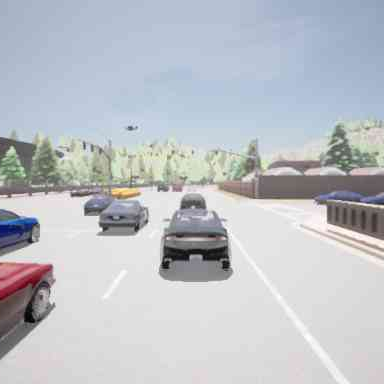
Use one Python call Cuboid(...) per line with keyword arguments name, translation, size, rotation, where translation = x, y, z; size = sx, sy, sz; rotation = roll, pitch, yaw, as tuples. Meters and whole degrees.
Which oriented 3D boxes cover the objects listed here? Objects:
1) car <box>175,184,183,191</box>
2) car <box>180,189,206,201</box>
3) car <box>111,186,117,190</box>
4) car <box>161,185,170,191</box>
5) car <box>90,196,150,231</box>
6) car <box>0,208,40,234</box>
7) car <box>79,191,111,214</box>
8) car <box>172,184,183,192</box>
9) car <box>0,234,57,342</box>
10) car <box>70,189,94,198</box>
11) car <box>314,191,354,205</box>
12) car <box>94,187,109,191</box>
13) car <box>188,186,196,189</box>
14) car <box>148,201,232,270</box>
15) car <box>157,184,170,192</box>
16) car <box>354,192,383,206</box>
Cuboid(name="car", translation=(-3.548, -1.261, 89.943), size=(2.097, 1.767, 4.553), rotation=(0, 2, 0))
Cuboid(name="car", translation=(0.086, 0.824, 25.497), size=(1.882, 1.535, 5.008), rotation=(0, 2, 0))
Cuboid(name="car", translation=(-17.538, -0.486, 72.712), size=(1.812, 1.442, 4.674), rotation=(0, 2, 0))
Cuboid(name="car", translation=(-7.048, -1.092, 89.976), size=(2.128, 1.511, 4.902), rotation=(0, 2, 0))
Cuboid(name="car", translation=(-3.408, 1.125, 17.456), size=(2.033, 1.411, 5.357), rotation=(0, 2, 0))
Cuboid(name="car", translation=(-6.905, 1.233, 11.079), size=(1.882, 1.535, 5.008), rotation=(0, 2, 0))
Cuboid(name="car", translation=(-6.913, 0.899, 25.887), size=(1.994, 1.385, 4.181), rotation=(0, 2, 0))
Cuboid(name="car", translation=(-3.542, -0.997, 79.586), size=(2.150, 2.045, 5.566), rotation=(0, 2, 0))
Cuboid(name="car", translation=(-3.405, 1.547, 3.990), size=(1.895, 1.301, 4.718), rotation=(0, 1, 0))
Cuboid(name="car", translation=(-17.592, 0.174, 52.432), size=(1.895, 1.301, 4.718), rotation=(0, 2, 0))
Cuboid(name="car", translation=(15.188, 0.608, 34.660), size=(4.674, 1.442, 1.812), rotation=(0, 2, 2))
Cuboid(name="car", translation=(-17.533, -0.166, 62.393), size=(2.033, 1.411, 5.357), rotation=(0, 2, 0))
Cuboid(name="car", translation=(-0.044, -0.760, 82.238), size=(1.812, 1.442, 4.674), rotation=(0, 2, 0))
Cuboid(name="car", translation=(0.096, 1.273, 10.285), size=(2.128, 1.511, 4.902), rotation=(0, 2, 0))
Cuboid(name="car", translation=(-7.042, -0.997, 79.584), size=(2.150, 2.045, 5.566), rotation=(0, 2, 0))
Cuboid(name="car", translation=(18.208, 0.712, 31.048), size=(4.674, 1.442, 1.812), rotation=(0, 2, 2))
